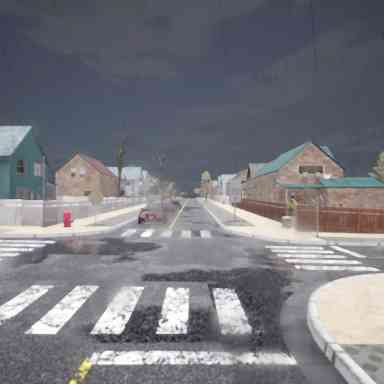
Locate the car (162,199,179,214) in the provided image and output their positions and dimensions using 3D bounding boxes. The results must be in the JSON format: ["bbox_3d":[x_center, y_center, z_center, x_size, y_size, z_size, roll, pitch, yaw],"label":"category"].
[{"bbox_3d":[-2.807,1.602,36.093,1.994,1.385,4.181,0,0,1],"label":"car"}]

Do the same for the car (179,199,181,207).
[{"bbox_3d":[-2.764,1.689,52.925,1.895,1.301,4.718,0,0,0],"label":"car"}]

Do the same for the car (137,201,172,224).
[{"bbox_3d":[-2.819,1.581,24.739,1.994,1.385,4.181,0,0,0],"label":"car"}]
